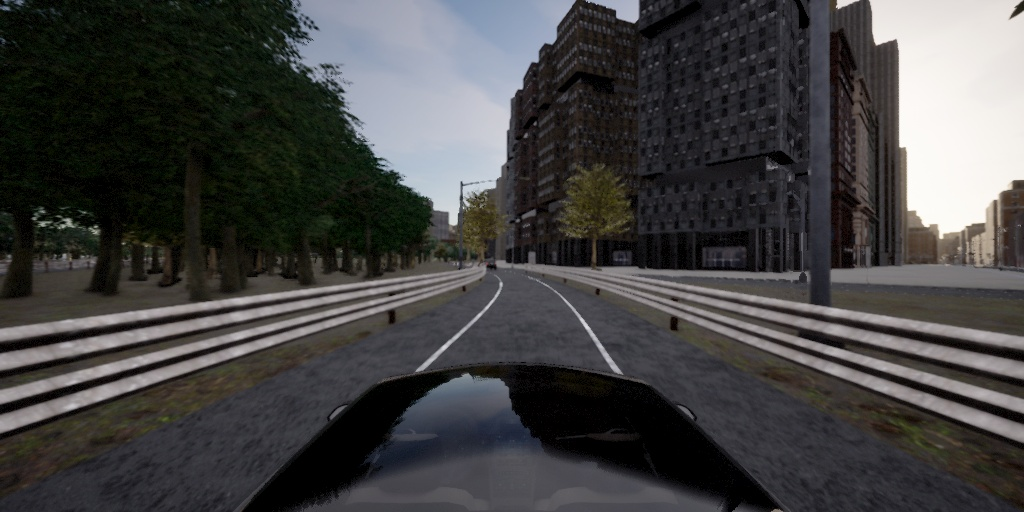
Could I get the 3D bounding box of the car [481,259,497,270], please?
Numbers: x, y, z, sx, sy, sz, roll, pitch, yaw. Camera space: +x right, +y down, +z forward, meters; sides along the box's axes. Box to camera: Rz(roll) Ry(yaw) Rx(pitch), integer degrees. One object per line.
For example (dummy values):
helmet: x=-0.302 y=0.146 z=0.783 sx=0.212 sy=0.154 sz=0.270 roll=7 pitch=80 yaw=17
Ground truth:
car: x=-4.274 y=1.536 z=65.300 sx=2.150 sy=2.045 sz=5.566 roll=0 pitch=-1 yaw=-16
